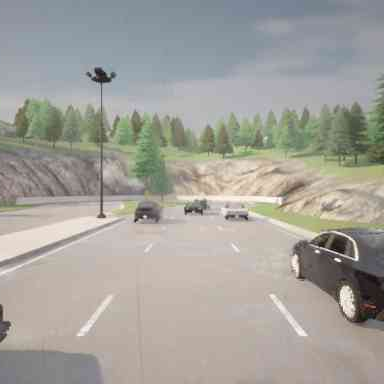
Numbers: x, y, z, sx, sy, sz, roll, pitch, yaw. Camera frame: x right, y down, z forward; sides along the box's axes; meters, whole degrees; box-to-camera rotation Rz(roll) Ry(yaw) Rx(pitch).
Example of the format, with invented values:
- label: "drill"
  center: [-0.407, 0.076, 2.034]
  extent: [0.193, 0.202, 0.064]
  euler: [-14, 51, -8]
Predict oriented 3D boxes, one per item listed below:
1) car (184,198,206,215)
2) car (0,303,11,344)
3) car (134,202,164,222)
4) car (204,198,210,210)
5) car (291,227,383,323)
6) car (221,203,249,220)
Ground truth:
- label: "car"
  center: [0.234, 1.642, 34.652]
  extent: [1.895, 1.301, 4.718]
  euler: [0, 0, 2]
- label: "car"
  center: [-3.400, 1.550, 2.071]
  extent: [2.033, 1.411, 5.357]
  euler: [0, 0, 0]
- label: "car"
  center: [-3.397, 1.536, 26.505]
  extent: [1.837, 1.490, 4.892]
  euler: [0, 0, 0]
- label: "car"
  center: [1.268, 1.543, 43.993]
  extent: [2.128, 1.511, 4.902]
  euler: [0, 0, 11]
- label: "car"
  center: [3.600, 1.512, 7.160]
  extent: [1.837, 1.490, 4.892]
  euler: [0, 0, 0]
- label: "car"
  center: [3.609, 1.635, 28.750]
  extent: [1.895, 1.301, 4.718]
  euler: [0, 0, 0]
